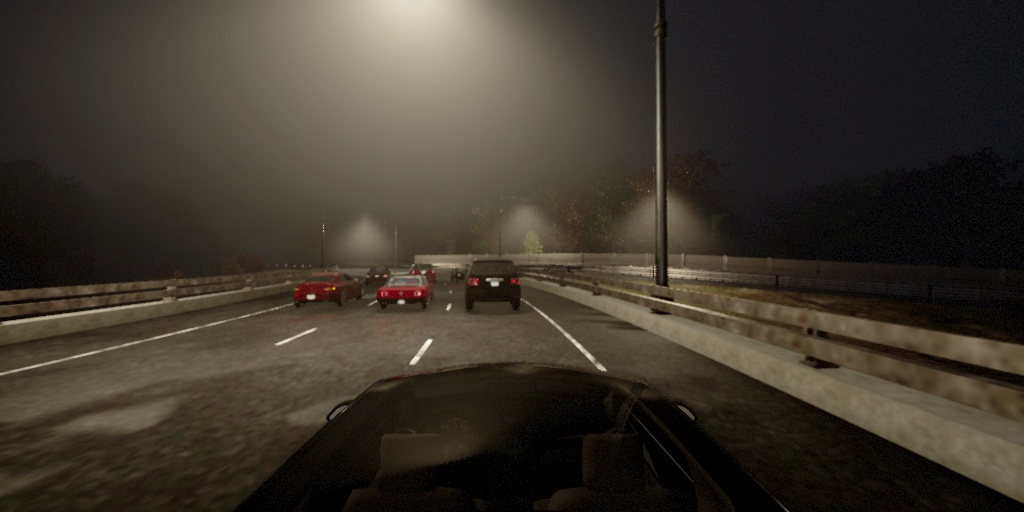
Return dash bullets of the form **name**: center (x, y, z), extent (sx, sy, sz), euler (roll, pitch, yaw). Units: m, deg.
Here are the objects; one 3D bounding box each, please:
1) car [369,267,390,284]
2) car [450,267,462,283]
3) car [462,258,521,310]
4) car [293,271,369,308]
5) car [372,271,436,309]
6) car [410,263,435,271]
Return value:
- **car**: center (-10.977, 1.602, 29.715), extent (2.033, 1.411, 5.357), euler (0, -1, -16)
- **car**: center (-4.432, 1.675, 32.249), extent (1.895, 1.301, 4.718), euler (0, -1, -16)
- **car**: center (-0.977, 1.122, 15.714), extent (2.150, 2.045, 5.566), euler (0, 0, -8)
- **car**: center (-8.124, 1.435, 16.173), extent (1.812, 1.442, 4.674), euler (0, 0, -8)
- **car**: center (-4.551, 1.505, 15.951), extent (1.895, 1.301, 4.718), euler (0, -1, -8)
- **car**: center (-7.867, 1.421, 31.507), extent (2.097, 1.767, 4.553), euler (0, -1, -16)
